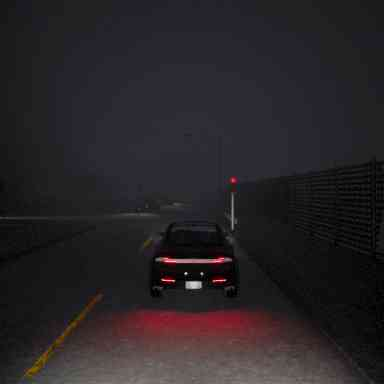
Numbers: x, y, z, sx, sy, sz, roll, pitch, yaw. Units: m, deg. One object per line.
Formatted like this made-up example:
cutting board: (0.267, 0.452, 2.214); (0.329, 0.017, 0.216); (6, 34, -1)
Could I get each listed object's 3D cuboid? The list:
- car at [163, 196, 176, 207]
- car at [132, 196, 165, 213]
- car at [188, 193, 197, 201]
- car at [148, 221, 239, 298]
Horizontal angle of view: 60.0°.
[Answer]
car: (-4.054, 1.352, 51.965); (2.097, 1.767, 4.553); (0, 0, 0)
car: (-4.888, 1.507, 36.378); (1.837, 1.490, 4.892); (1, 0, 13)
car: (0.063, 1.225, 87.491); (2.150, 2.045, 5.566); (0, 0, 0)
car: (0.055, 1.492, 8.524); (2.128, 1.511, 4.902); (0, 0, 1)
